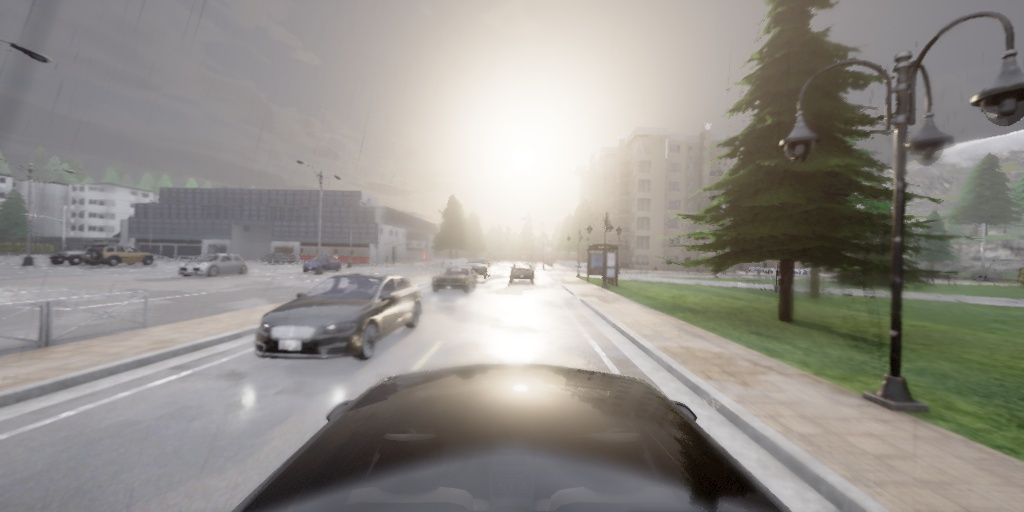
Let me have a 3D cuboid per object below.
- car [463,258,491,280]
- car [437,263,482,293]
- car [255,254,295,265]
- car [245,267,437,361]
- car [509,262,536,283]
[{"bbox_3d":[-2.695,0.876,27.952,1.837,1.490,4.892,1,0,2],"label":"car"},{"bbox_3d":[-3.056,1.258,19.962,1.895,1.301,4.718,1,0,2],"label":"car"},{"bbox_3d":[-32.603,0.387,49.398,4.892,1.490,1.837,1,0,2],"label":"car"},{"bbox_3d":[-3.447,1.150,8.155,2.128,1.511,4.902,1,0,2],"label":"car"},{"bbox_3d":[0.790,1.236,27.661,2.128,1.511,4.902,1,0,2],"label":"car"}]
